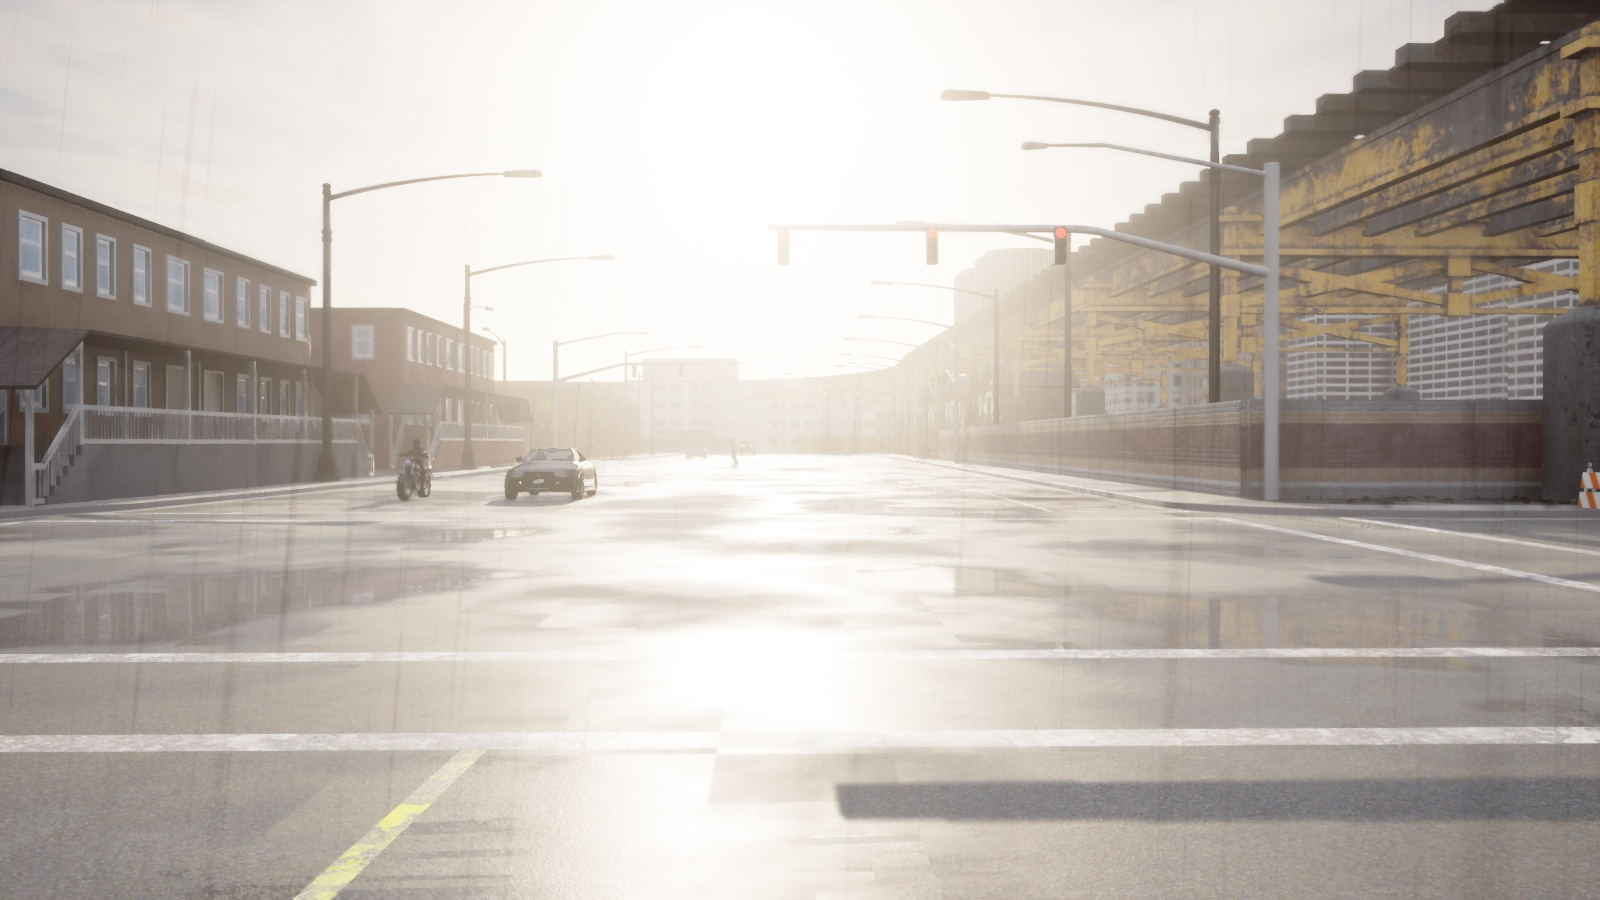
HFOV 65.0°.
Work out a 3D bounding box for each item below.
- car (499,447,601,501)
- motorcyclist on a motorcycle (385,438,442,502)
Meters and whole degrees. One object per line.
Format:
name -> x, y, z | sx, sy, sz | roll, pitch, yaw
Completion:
car -> -6.793, 0.610, 34.588 | 1.994, 1.385, 4.181 | 0, 0, 0
motorcyclist on a motorcycle -> -10.294, 0.499, 33.524 | 0.766, 1.649, 2.350 | 0, 0, 0
